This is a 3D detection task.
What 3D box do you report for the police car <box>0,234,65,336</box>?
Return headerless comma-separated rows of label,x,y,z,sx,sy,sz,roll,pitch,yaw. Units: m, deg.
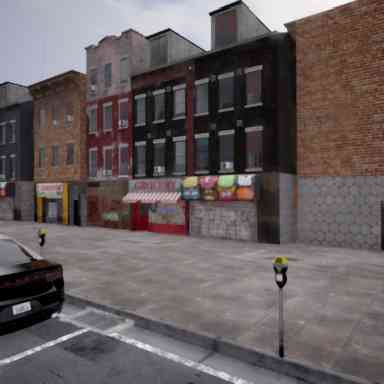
police car,-4.490,1.426,6.185,5.238,1.638,1.930,0,0,36
